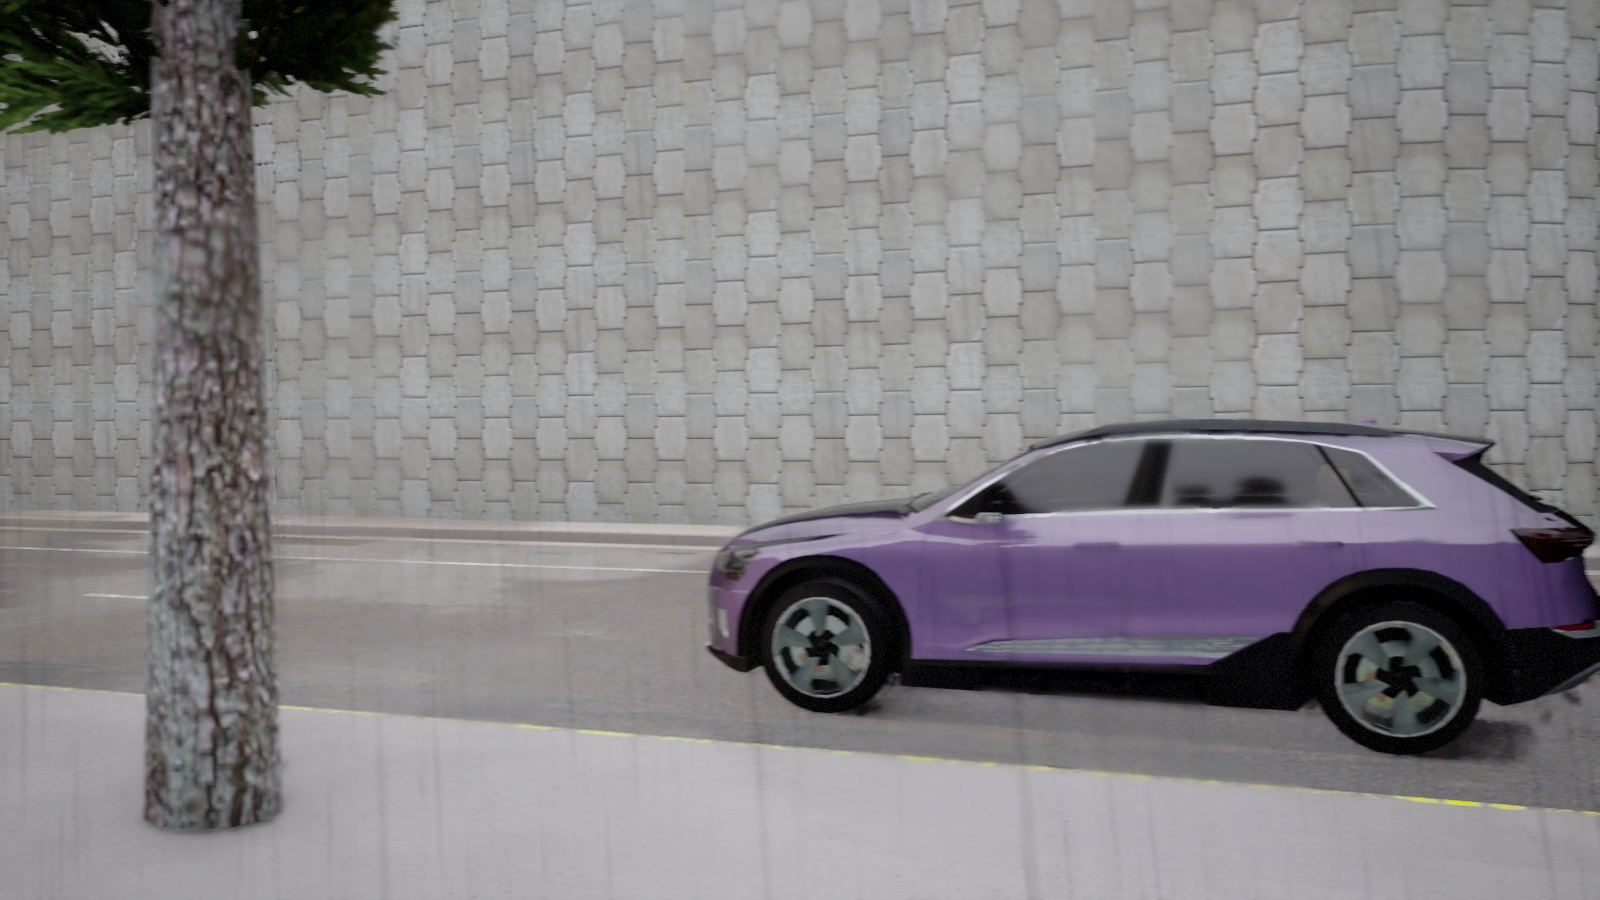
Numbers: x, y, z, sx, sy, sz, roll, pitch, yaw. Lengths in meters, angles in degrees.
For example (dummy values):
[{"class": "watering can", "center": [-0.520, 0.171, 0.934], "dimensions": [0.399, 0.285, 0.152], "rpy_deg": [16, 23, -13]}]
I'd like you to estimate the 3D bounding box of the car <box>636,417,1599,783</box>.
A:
[{"class": "car", "center": [1.690, 0.645, 7.371], "dimensions": [4.856, 1.649, 2.033], "rpy_deg": [1, 1, 19]}]
